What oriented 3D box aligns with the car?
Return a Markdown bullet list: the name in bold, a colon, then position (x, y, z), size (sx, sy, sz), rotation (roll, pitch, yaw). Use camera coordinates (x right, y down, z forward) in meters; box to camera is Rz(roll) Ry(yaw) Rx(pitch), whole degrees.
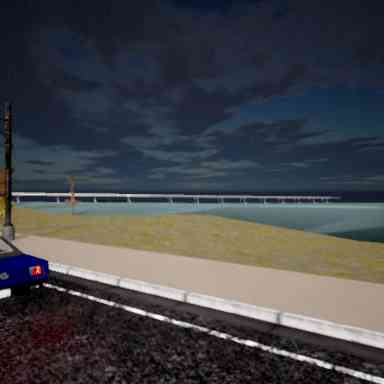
- **car**: position (-5.344, 1.618, 7.496), size (4.718, 1.301, 1.895), rotation (0, 0, 35)
